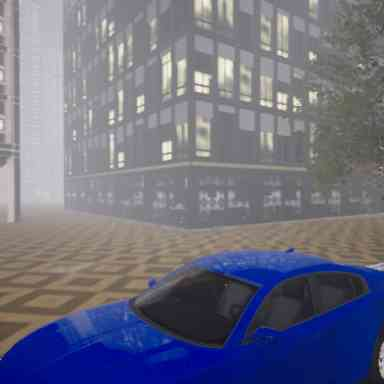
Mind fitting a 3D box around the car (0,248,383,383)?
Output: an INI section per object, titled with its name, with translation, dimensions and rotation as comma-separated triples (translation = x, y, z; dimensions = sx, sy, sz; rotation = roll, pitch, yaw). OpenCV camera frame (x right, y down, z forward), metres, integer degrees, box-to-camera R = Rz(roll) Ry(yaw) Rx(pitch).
[car]
translation = 0.605, 1.483, 3.800
dimensions = 5.008, 1.535, 1.882
rotation = 0, 0, -36
